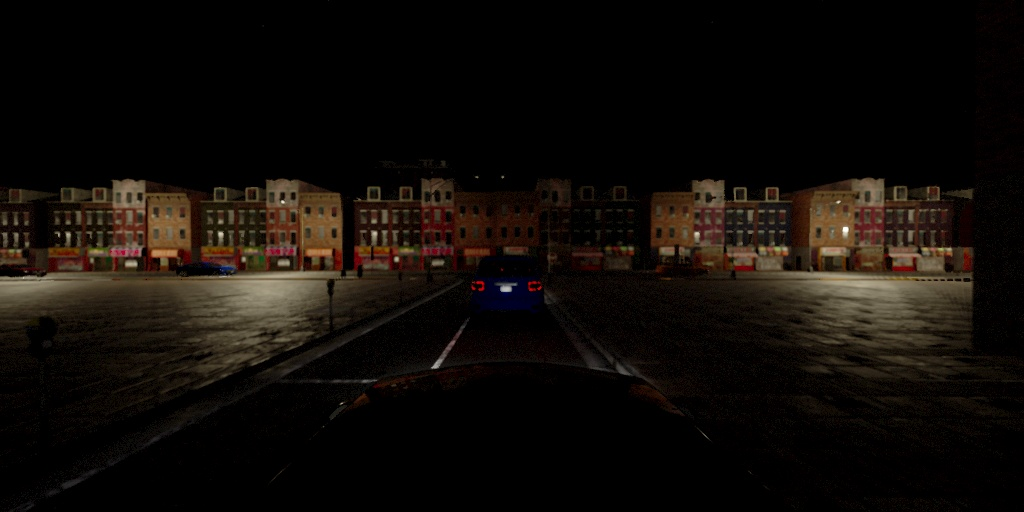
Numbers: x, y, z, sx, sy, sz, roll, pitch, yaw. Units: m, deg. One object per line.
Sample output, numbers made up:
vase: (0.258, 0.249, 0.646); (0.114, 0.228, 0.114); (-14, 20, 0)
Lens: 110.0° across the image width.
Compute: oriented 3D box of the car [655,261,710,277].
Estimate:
car: (16.697, 1.304, 35.135); (5.008, 1.535, 1.882); (0, 0, 1)

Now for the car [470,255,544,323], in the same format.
car: (-0.094, 0.985, 12.297); (2.150, 2.045, 5.566); (0, 0, 1)

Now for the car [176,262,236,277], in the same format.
car: (-29.975, 1.319, 35.224); (5.008, 1.535, 1.882); (0, 0, 0)

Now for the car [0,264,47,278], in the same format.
car: (-49.052, 1.486, 35.386); (4.674, 1.442, 1.812); (0, 0, 0)
